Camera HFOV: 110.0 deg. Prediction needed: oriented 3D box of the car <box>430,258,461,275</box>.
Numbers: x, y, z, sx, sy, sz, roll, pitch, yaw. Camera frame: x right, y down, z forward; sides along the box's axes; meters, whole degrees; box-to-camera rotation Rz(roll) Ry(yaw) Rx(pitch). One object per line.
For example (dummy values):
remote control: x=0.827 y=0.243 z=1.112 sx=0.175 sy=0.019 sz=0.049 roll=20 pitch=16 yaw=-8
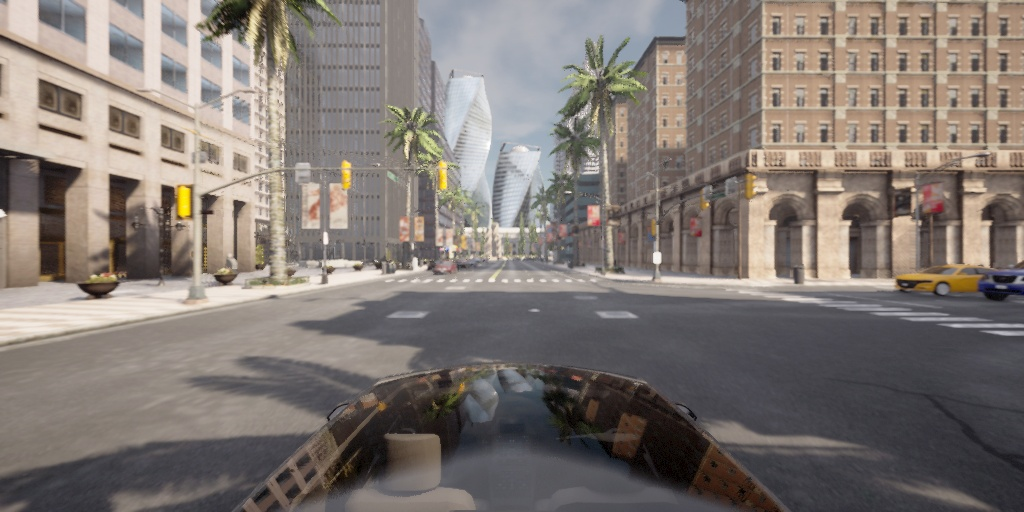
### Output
car: x=-6.962 y=1.236 z=37.989 sx=1.812 sy=1.442 sz=4.674 roll=0 pitch=0 yaw=0

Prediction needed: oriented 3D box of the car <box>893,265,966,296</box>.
car: x=22.947 y=1.216 z=18.672 sx=5.008 sy=1.535 sz=1.882 roll=0 pitch=0 yaw=0

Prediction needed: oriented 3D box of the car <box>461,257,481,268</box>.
car: x=-6.925 y=1.235 z=61.179 sx=2.033 sy=1.411 sz=5.357 roll=0 pitch=0 yaw=0

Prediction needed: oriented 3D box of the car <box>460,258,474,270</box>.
car: x=-7.016 y=1.299 z=50.735 sx=1.895 sy=1.301 sz=4.718 roll=0 pitch=0 yaw=0

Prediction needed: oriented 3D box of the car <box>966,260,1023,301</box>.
car: x=23.447 y=0.964 z=15.170 sx=5.566 sy=2.045 sz=2.150 roll=0 pitch=0 yaw=0
